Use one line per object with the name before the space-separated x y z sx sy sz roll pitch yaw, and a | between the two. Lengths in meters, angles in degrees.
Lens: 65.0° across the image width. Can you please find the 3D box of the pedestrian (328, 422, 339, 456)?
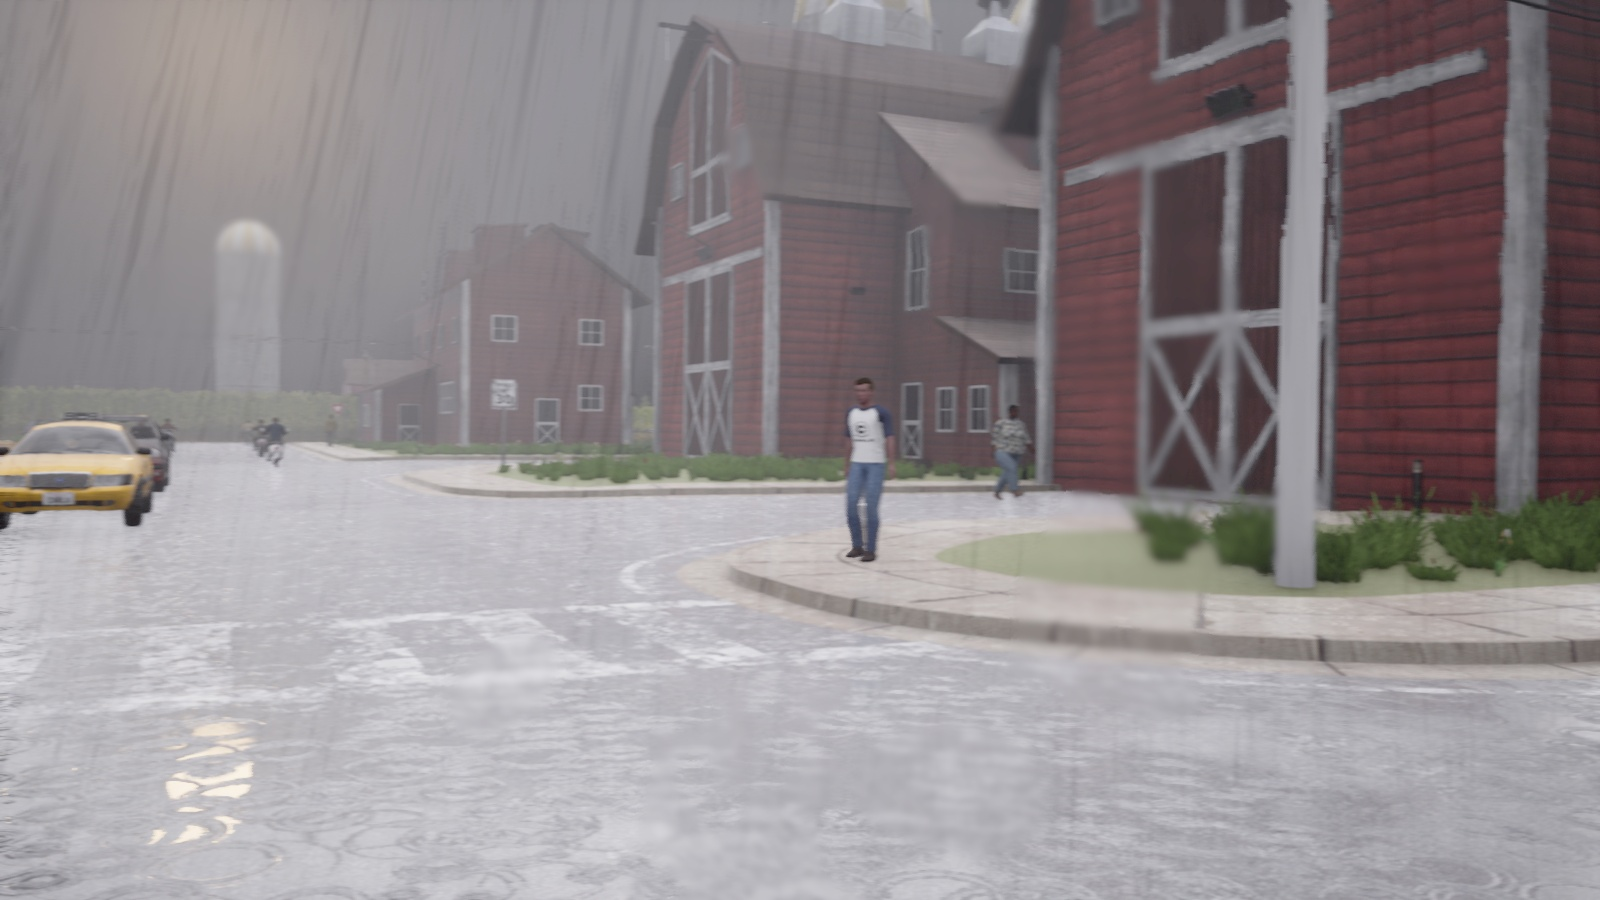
pedestrian | -25.146 -0.586 67.691 0.431 1.840 0.709 -1 1 -26

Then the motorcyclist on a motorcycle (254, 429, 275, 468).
motorcyclist on a motorcycle | -22.843 -0.079 53.555 0.766 1.649 2.350 -1 1 -25

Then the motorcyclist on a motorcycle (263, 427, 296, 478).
motorcyclist on a motorcycle | -16.565 0.054 39.938 0.866 1.590 1.817 -1 2 -25

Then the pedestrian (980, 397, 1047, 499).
pedestrian | 3.990 -0.050 23.526 0.874 1.855 0.900 -1 1 -24

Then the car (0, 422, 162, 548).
car | -10.557 0.410 18.560 1.801 1.575 5.366 -1 1 -25

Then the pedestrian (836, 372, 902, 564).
pedestrian | 0.685 0.165 12.359 0.354 1.836 0.706 0 1 31

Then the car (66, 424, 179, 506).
car | -14.372 0.259 26.833 1.851 1.617 3.988 -1 1 -25

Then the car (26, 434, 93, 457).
car | -49.308 -0.330 83.731 3.633 1.501 1.845 -1 1 -24
